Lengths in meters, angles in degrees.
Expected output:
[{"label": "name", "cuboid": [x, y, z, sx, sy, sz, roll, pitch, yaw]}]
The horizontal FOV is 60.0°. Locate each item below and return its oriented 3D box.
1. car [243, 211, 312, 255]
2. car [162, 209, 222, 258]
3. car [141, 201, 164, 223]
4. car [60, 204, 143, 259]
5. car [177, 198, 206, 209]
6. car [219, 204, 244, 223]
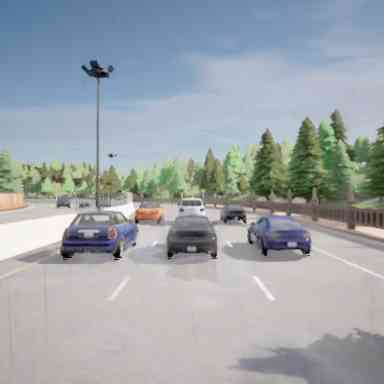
[{"label": "car", "cuboid": [3.510, 1.680, 13.882, 1.812, 1.442, 4.674, 0, 0, 0]}, {"label": "car", "cuboid": [0.006, 1.658, 13.511, 1.837, 1.490, 4.892, 0, 0, 0]}, {"label": "car", "cuboid": [-3.544, 1.666, 28.405, 2.097, 1.767, 4.553, 0, -1, -1]}, {"label": "car", "cuboid": [-3.493, 1.500, 13.406, 2.097, 1.767, 4.553, 0, -1, 0]}, {"label": "car", "cuboid": [-0.031, 1.531, 27.577, 2.150, 2.045, 5.566, 0, 0, 0]}, {"label": "car", "cuboid": [3.455, 1.823, 28.480, 1.837, 1.490, 4.892, 0, 0, -1]}]
